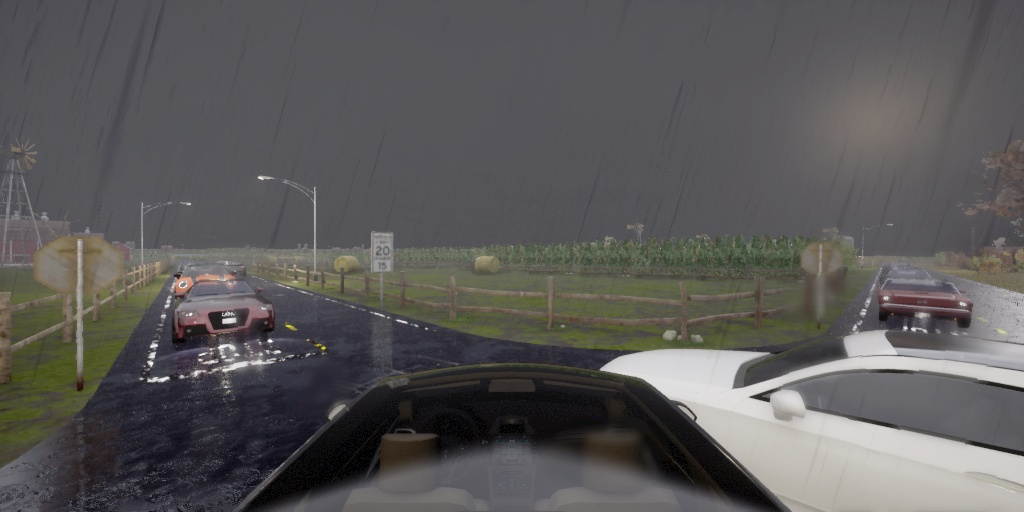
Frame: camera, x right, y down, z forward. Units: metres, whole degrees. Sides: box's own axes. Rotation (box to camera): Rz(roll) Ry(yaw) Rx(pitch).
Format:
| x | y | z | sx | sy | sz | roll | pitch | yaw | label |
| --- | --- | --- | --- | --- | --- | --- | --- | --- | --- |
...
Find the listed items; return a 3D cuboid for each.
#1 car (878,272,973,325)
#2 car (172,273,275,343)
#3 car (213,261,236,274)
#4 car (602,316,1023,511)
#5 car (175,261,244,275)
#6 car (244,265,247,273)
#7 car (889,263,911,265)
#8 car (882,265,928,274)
| x | y | z | sx | sy | sz | roll | pitch | yaw | label |
| --- | --- | --- | --- | --- | --- | --- | --- | --- | --- |
| 13.353 | 1.400 | 11.773 | 4.718 | 1.301 | 1.895 | 0 | 1 | -44 | car |
| -8.081 | 1.362 | 9.984 | 1.994 | 1.385 | 4.181 | 0 | 0 | -43 | car |
| -34.327 | 1.338 | 42.774 | 1.837 | 1.490 | 4.892 | 0 | 0 | -42 | car |
| 2.808 | 1.293 | 2.556 | 1.812 | 1.442 | 4.674 | 0 | 1 | -45 | car |
| -13.952 | 1.152 | 16.383 | 2.097 | 1.767 | 4.553 | 0 | 0 | -43 | car |
| -27.497 | 1.311 | 35.415 | 2.128 | 1.511 | 4.902 | 0 | 0 | -42 | car |
| 26.996 | 1.408 | 24.793 | 4.181 | 1.385 | 1.994 | 0 | 1 | -44 | car |
| 20.334 | 1.368 | 18.440 | 5.357 | 1.411 | 2.033 | 0 | 1 | -44 | car |
